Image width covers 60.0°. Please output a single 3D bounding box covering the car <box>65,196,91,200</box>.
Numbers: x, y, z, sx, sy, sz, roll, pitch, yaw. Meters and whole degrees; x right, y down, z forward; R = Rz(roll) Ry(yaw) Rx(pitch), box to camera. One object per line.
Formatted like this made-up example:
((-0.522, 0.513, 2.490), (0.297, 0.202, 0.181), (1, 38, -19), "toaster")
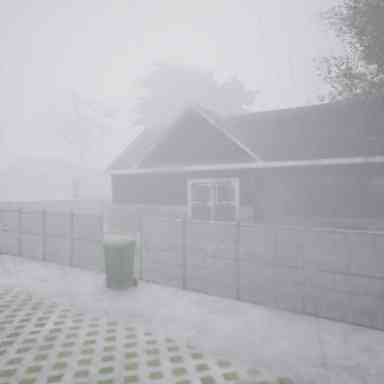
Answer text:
((-15.025, 1.249, 42.691), (1.837, 1.490, 4.892), (0, 1, 31), "car")
